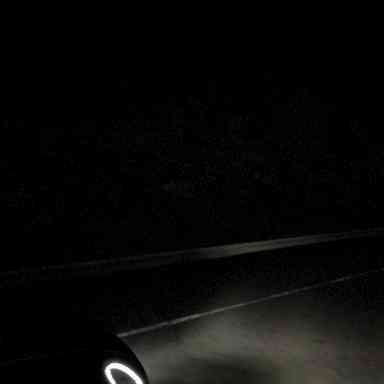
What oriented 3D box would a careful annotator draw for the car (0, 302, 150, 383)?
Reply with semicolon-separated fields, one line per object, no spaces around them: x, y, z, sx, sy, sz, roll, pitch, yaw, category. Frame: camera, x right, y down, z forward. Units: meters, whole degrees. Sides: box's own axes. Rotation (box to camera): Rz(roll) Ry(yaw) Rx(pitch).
-2.448;1.343;1.927;4.553;1.767;2.097;0;0;-36;car
